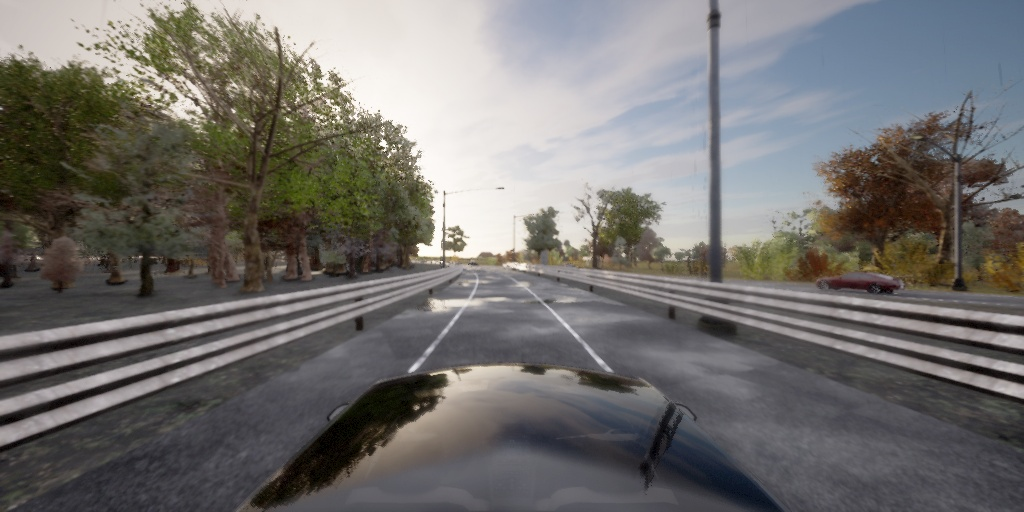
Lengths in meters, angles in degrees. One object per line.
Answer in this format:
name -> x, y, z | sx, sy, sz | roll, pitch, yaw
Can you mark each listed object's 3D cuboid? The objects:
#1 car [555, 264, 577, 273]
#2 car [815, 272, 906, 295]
car -> 8.978, 2.000, 60.255 | 2.128, 1.511, 4.902 | 0, 0, -24
car -> 24.690, 1.857, 25.655 | 1.812, 1.442, 4.674 | 0, 0, -24
